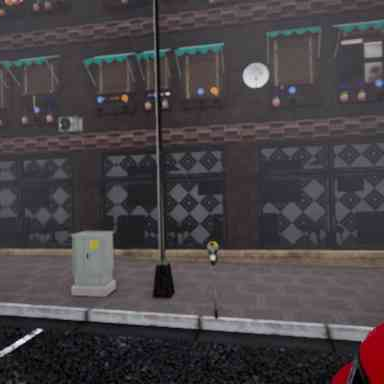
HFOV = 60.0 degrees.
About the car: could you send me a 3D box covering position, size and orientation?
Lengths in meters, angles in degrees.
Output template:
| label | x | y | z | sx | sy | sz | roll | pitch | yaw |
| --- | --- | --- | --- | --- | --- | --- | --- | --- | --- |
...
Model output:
| label | x | y | z | sx | sy | sz | roll | pitch | yaw |
| --- | --- | --- | --- | --- | --- | --- | --- | --- | --- |
| car | 3.541 | 1.221 | 1.268 | 5.566 | 2.045 | 2.150 | 0 | 0 | 10 |
